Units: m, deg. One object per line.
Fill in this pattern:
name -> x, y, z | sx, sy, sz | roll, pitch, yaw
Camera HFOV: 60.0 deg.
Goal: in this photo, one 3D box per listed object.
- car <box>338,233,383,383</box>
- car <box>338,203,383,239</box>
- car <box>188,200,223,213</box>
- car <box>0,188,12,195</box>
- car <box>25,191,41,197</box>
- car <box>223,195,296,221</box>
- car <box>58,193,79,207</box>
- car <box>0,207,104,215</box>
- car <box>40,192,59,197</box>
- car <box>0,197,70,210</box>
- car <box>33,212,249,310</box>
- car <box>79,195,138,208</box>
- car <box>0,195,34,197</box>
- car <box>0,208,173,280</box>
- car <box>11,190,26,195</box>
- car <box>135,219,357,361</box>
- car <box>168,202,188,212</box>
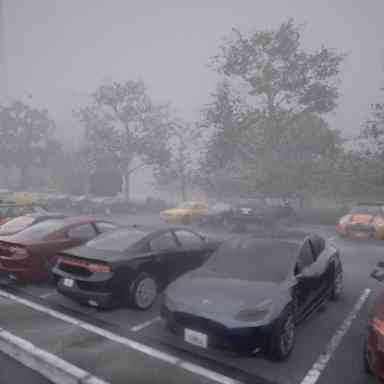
car -> 3.726, 1.573, 4.760 | 2.002, 1.452, 4.674 | 0, 0, 36
car -> 9.031, 1.386, 17.110 | 2.185, 1.767, 4.553 | 1, 0, 36
car -> 2.237, 1.407, 22.000 | 2.097, 1.535, 5.008 | 1, 1, 36
car -> -17.873, 0.626, 36.790 | 1.946, 1.575, 5.366 | 3, 2, 36
car -> -13.589, 0.896, 33.422 | 2.163, 1.488, 4.792 | 3, 2, 36
car -> 4.511, 1.199, 20.381 | 2.435, 2.045, 5.566 | 1, 1, 36
car -> -9.057, 1.064, 30.169 | 2.097, 1.535, 5.008 | 2, 1, 36
car -> -5.301, 1.452, 11.306 | 2.002, 1.452, 4.674 | 1, 1, 36
car -> -11.315, 0.969, 31.805 | 2.097, 1.535, 5.008 | 3, 2, 36
car -> -7.539, 1.236, 12.963 | 2.185, 1.767, 4.553 | 1, 1, 36
car -> -0.788, 1.488, 8.027 | 2.097, 1.535, 5.008 | 1, 0, 36
car -> -6.696, 1.155, 28.457 | 2.231, 1.521, 4.892 | 2, 1, 36
car -> -9.790, 1.177, 14.593 | 2.185, 1.767, 4.553 | 2, 1, 36
car -> -3.048, 1.454, 9.663 | 2.097, 1.535, 5.008 | 1, 1, 36
car -> -15.611, 0.753, 35.152 | 1.946, 1.575, 5.366 | 3, 2, 36
car -> 1.454, 1.544, 6.373 | 2.163, 1.488, 4.792 | 0, 0, 36
car -> -0.134, 1.353, 23.482 | 1.946, 1.575, 5.366 | 1, 1, 36
